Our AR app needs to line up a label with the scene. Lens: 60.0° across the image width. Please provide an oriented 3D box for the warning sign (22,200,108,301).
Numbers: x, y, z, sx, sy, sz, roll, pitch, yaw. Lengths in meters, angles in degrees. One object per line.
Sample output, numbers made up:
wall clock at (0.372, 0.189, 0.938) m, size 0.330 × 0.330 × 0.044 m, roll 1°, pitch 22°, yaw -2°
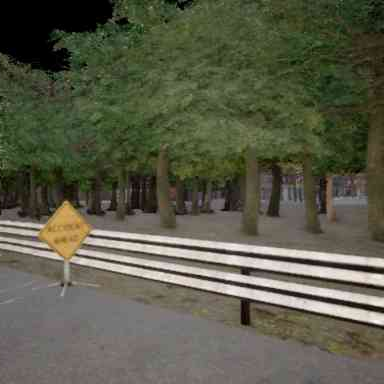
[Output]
warning sign at (-2.667, 1.116, 7.051) m, size 1.060 × 1.860 × 1.300 m, roll -1°, pitch 0°, yaw 36°
